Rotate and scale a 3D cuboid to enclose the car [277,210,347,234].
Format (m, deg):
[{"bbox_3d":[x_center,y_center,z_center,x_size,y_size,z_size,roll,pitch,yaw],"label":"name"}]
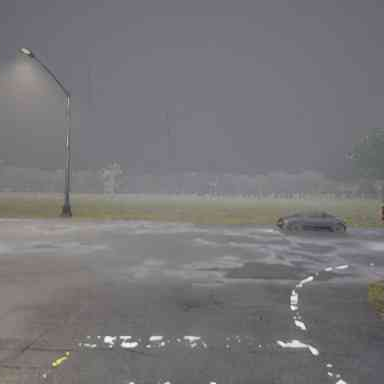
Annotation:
[{"bbox_3d":[7.767,1.914,21.673,4.181,1.385,1.994,2,1,0],"label":"car"}]
